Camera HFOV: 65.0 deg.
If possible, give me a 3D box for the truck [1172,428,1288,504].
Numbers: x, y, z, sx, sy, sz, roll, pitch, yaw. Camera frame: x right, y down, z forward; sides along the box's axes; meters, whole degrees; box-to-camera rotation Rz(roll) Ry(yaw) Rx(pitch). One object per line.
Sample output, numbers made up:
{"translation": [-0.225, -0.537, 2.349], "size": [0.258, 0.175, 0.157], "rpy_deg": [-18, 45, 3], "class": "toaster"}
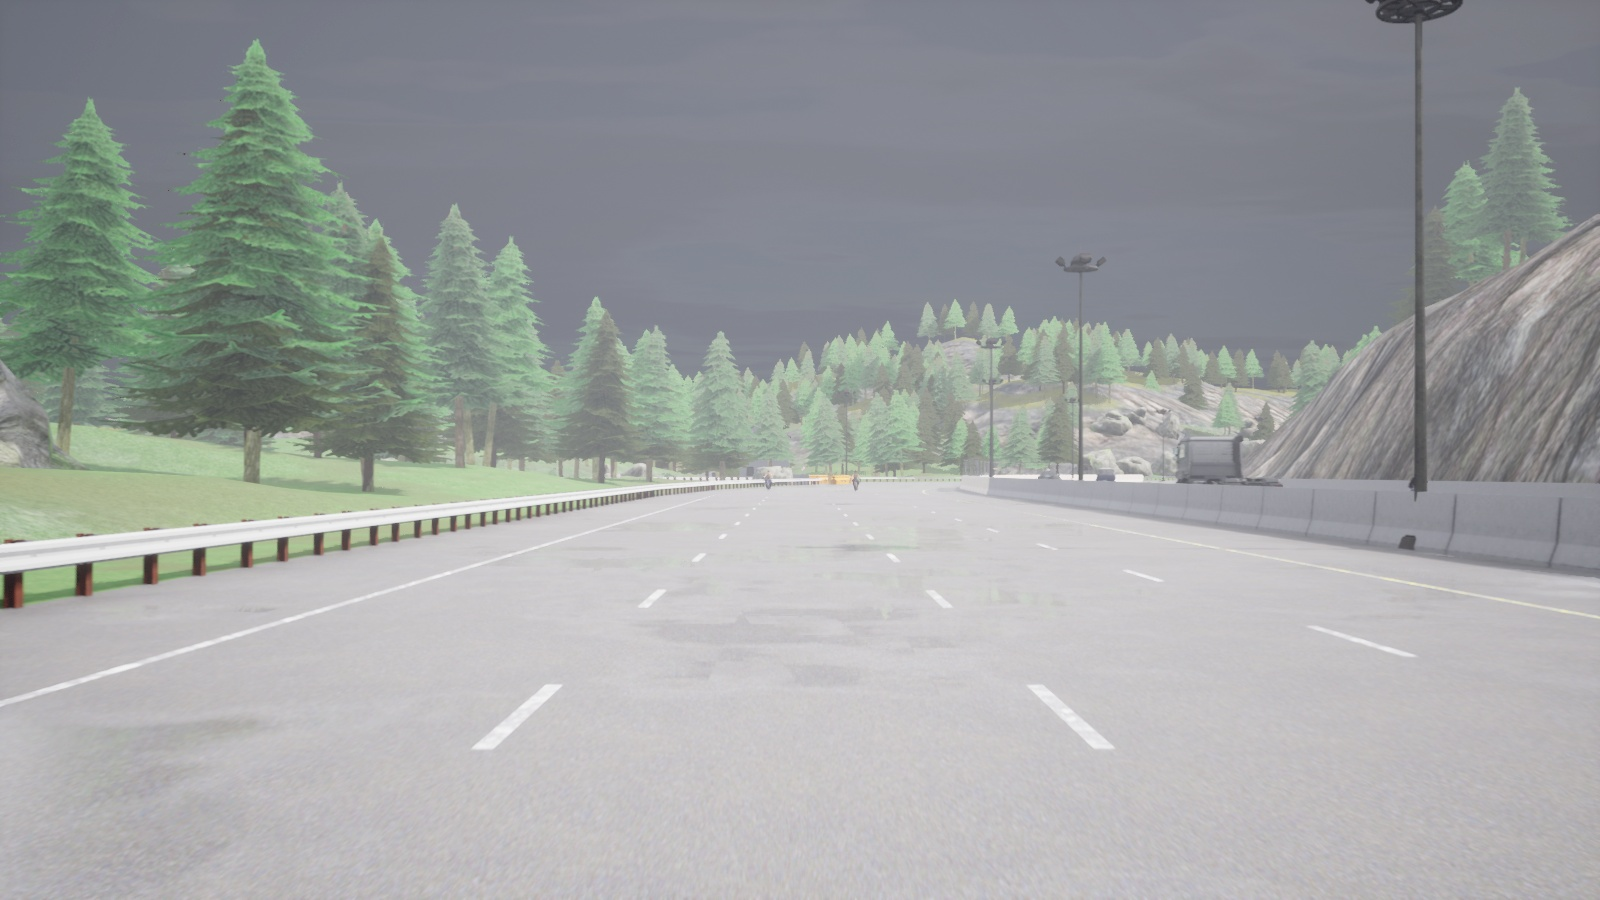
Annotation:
{"translation": [20.847, 0.776, 61.362], "size": [2.891, 3.462, 7.936], "rpy_deg": [0, -1, 0], "class": "truck"}
